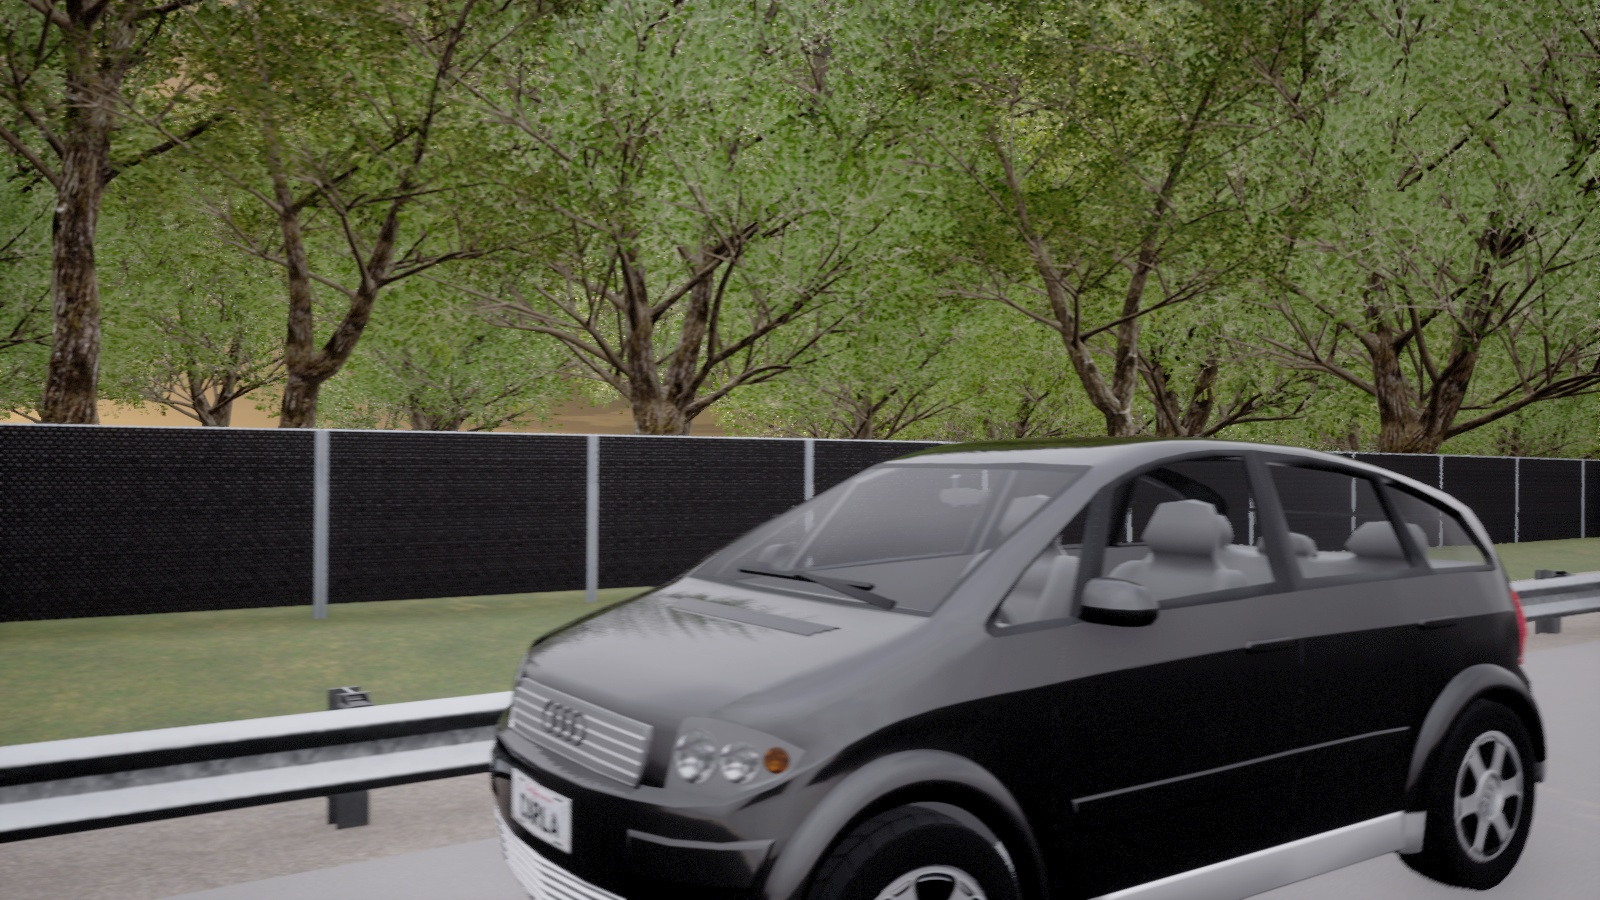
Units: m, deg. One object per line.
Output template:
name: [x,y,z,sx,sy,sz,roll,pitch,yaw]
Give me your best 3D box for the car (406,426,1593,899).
car: [0.812,0.733,4.206,3.705,1.549,1.789,0,0,-34]
